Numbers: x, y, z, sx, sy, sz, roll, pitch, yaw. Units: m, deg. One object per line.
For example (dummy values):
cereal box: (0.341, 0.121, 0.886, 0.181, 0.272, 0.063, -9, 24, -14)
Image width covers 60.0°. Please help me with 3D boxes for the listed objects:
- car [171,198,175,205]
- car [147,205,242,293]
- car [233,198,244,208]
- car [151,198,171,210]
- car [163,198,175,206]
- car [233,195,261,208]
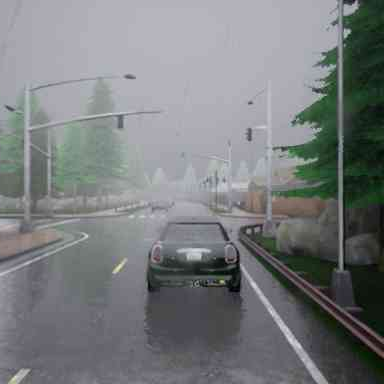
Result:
car: (-4.219, 1.911, 53.156, 1.895, 1.301, 4.718, 0, 0, 0)
car: (0.056, 1.411, 9.189, 2.097, 1.767, 4.553, 0, 0, 0)
car: (8.762, 1.453, 48.347, 4.605, 1.855, 1.932, 0, 0, -1)
car: (-4.128, 1.811, 43.301, 1.994, 1.385, 4.181, 0, 0, -1)
car: (-4.309, 1.853, 63.335, 1.882, 1.535, 5.008, 0, 0, 0)
car: (8.343, 1.471, 50.856, 3.866, 1.878, 1.905, 0, 0, -1)
